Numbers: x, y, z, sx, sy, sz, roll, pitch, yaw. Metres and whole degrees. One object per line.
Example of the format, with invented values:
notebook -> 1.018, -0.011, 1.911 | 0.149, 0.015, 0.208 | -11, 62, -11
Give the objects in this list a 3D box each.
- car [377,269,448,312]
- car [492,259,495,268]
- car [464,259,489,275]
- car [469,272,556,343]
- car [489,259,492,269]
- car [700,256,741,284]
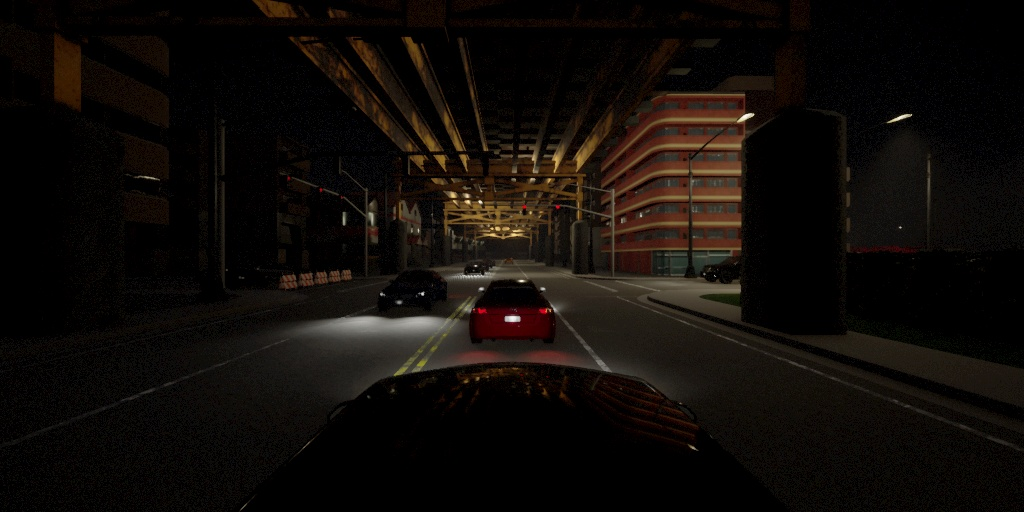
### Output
car -> -3.758, 1.276, 14.338 | 1.812, 1.442, 4.674 | 0, 0, 1
car -> -4.101, 1.264, 57.875 | 1.812, 1.442, 4.674 | 0, 0, 0
car -> -3.933, 1.314, 38.667 | 1.994, 1.385, 4.181 | 0, 0, 0
car -> 0.006, 1.314, 9.663 | 1.994, 1.385, 4.181 | 0, 0, 0
car -> -4.016, 1.351, 47.553 | 1.895, 1.301, 4.718 | 0, 0, 0
car -> 16.827, 0.972, 26.206 | 5.566, 2.045, 2.150 | 0, 0, 0
